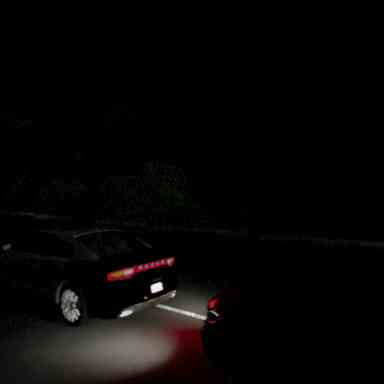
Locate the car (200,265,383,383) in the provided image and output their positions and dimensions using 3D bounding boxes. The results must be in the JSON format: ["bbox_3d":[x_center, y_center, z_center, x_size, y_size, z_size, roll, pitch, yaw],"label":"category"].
[{"bbox_3d":[2.281,1.527,3.531,4.674,1.442,1.812,1,0,36],"label":"car"}]

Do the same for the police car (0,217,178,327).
[{"bbox_3d":[-2.694,1.373,7.087,5.238,1.638,1.930,1,0,36],"label":"police car"}]
